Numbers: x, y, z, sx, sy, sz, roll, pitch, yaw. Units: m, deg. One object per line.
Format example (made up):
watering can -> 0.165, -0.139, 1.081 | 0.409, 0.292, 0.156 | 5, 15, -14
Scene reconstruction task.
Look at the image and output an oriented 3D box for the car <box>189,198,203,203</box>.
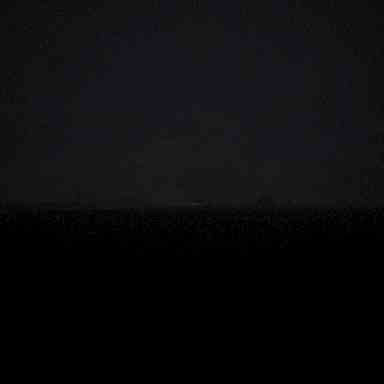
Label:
car -> 1.001, 2.287, 90.372 | 1.882, 1.535, 5.008 | 1, 0, 36
